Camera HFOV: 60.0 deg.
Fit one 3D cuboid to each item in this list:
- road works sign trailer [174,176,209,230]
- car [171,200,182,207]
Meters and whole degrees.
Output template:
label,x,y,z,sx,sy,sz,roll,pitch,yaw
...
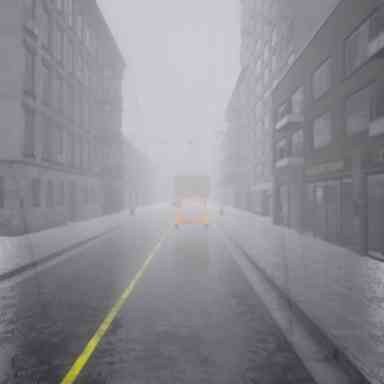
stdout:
label,x,y,z,sx,sy,sz,roll,pitch,yaw
road works sign trailer,-0.010,0.693,22.996,2.380,3.560,2.880,0,-1,0
car,-3.047,2.254,64.988,1.994,1.385,4.181,0,-1,1
